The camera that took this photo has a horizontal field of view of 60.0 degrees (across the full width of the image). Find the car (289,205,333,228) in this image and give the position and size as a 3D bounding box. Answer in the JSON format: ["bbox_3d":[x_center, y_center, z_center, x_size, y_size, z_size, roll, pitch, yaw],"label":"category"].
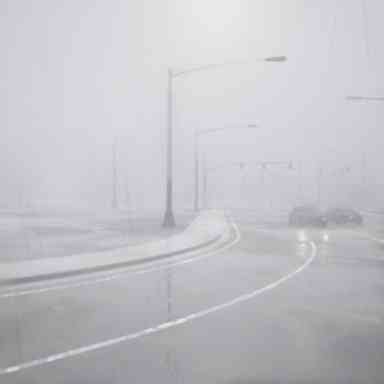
[{"bbox_3d":[8.382,1.763,24.380,1.837,1.490,4.892,0,-1,5],"label":"car"}]

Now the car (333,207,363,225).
[{"bbox_3d":[12.110,1.858,26.976,1.994,1.385,4.181,0,0,5],"label":"car"}]
